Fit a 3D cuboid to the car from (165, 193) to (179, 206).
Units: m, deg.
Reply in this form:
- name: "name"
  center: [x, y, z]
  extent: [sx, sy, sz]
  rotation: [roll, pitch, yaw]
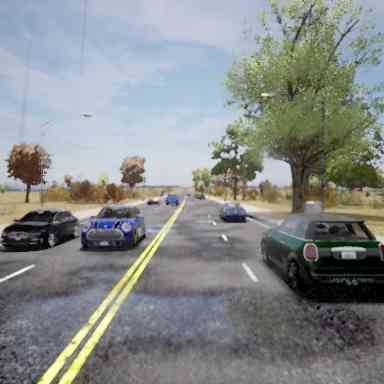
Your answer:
- name: "car"
  center: [-3.373, 1.267, 57.700]
  extent: [2.150, 2.045, 5.566]
  rotation: [0, 0, 0]

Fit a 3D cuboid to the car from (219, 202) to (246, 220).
- name: "car"
  center: [3.358, 1.585, 28.165]
  extent: [2.033, 1.411, 5.357]
  rotation: [0, 0, 0]

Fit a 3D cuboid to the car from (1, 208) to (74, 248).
- name: "car"
  center: [-6.596, 1.525, 15.009]
  extent: [1.837, 1.490, 4.892]
  rotation: [0, 0, 0]

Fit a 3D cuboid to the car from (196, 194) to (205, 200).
- name: "car"
  center: [2.810, 1.524, 94.840]
  extent: [1.882, 1.535, 5.008]
  rotation: [0, 0, -1]

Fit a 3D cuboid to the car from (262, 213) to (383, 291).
- name: "car"
  center: [3.348, 1.368, 9.220]
  extent: [2.097, 1.767, 4.553]
  rotation: [0, 0, 0]

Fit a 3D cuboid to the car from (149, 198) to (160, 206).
- name: "car"
  center: [-6.619, 1.654, 57.203]
  extent: [1.895, 1.301, 4.718]
  rotation: [0, 0, 0]

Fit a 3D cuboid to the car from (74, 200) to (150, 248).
- name: "car"
  center: [-3.347, 1.373, 14.927]
  extent: [2.097, 1.767, 4.553]
  rotation: [0, 0, 0]
